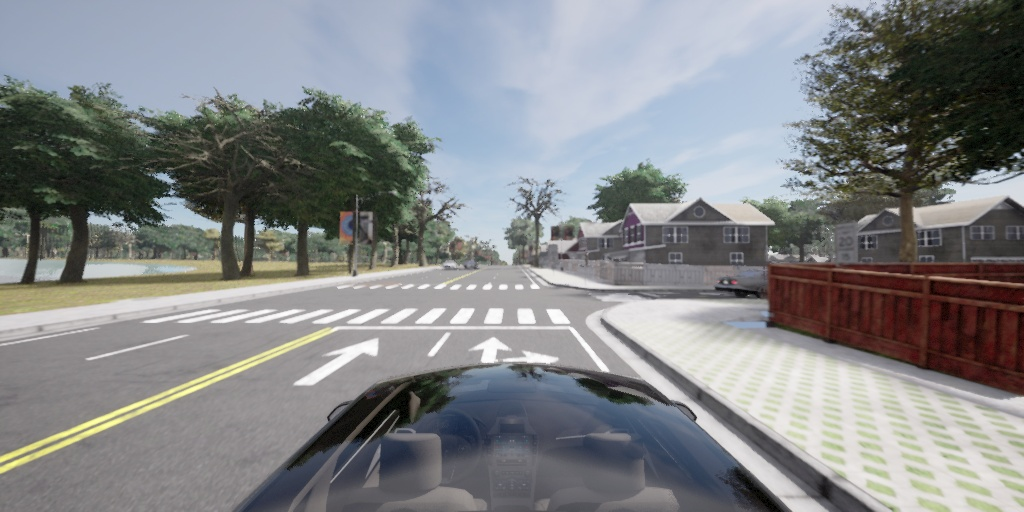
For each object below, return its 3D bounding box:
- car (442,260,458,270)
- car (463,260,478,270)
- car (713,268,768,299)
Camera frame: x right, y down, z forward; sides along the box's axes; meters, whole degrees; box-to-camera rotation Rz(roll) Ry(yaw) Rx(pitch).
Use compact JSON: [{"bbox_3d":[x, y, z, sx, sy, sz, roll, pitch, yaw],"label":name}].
[{"bbox_3d":[-9.800,1.428,56.570,1.812,1.442,4.674,0,0,0],"label":"car"},{"bbox_3d":[-6.552,1.394,56.713,2.128,1.511,4.902,0,0,0],"label":"car"},{"bbox_3d":[12.244,1.244,16.370,5.357,1.411,2.033,0,-2,0],"label":"car"}]
